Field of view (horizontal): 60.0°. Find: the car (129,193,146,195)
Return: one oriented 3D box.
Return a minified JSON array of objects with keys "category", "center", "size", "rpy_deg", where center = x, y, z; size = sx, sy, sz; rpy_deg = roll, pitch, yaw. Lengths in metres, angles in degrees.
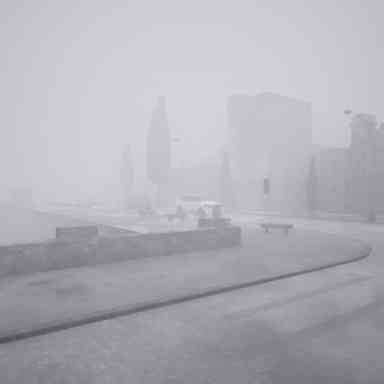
[{"category":"car","center":[-8.641,1.219,50.582],"size":[2.150,2.045,5.566],"rpy_deg":[0,0,-36]}]

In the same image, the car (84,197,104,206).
[{"category":"car","center":[-15.853,1.546,53.624],"size":[2.033,1.411,5.357],"rpy_deg":[0,0,-36]}]

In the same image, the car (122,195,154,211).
[{"category":"car","center":[-6.441,1.504,40.290],"size":[1.837,1.490,4.892],"rpy_deg":[0,0,-36]}]

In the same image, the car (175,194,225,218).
[{"category":"car","center":[0.577,1.220,30.454],"size":[2.150,2.045,5.566],"rpy_deg":[0,0,-36]}]
